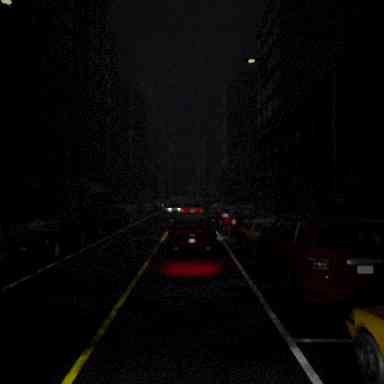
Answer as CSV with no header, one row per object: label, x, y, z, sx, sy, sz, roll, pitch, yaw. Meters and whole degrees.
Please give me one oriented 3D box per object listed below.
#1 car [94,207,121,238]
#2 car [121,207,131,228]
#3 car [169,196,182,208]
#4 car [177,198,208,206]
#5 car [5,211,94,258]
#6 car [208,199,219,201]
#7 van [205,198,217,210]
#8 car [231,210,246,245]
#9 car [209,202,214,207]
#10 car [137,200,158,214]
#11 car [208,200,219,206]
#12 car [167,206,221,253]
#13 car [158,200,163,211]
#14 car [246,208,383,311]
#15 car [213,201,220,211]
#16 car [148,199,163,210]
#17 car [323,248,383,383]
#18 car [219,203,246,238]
car,-5.660,1.743,18.911,1.947,1.339,4.313,0,-1,0
car,-5.657,1.794,24.436,1.947,1.339,4.313,0,-1,0
car,-2.980,2.030,59.248,1.882,1.535,5.008,0,-1,0
car,0.015,1.621,29.063,2.097,1.767,4.553,0,-1,0
car,-5.662,1.670,13.387,1.887,1.381,4.507,0,-1,0
car,2.876,1.948,41.015,1.947,1.339,4.313,0,-1,0
van,2.881,1.826,52.064,1.690,1.788,3.998,0,-1,0
car,2.864,1.652,13.569,1.752,1.417,4.829,0,-1,0
car,2.871,1.830,29.968,2.008,1.369,4.403,0,-1,0
car,-5.650,1.964,41.011,1.802,1.307,4.206,0,-1,0
car,2.874,1.881,35.492,2.008,1.369,4.403,0,-1,0
car,0.012,1.613,14.454,1.882,1.535,5.008,0,0,0
car,-5.648,1.999,46.535,1.947,1.339,4.313,0,-1,0
car,2.862,1.389,7.877,2.192,1.841,5.009,0,-1,0
car,2.869,1.668,24.446,1.967,1.590,4.097,0,-1,0
car,-5.645,1.925,52.061,1.967,1.590,4.097,0,-1,0
car,2.860,1.550,2.522,1.752,1.417,4.829,0,-1,0
car,2.866,1.617,18.923,1.967,1.590,4.097,0,-1,0
